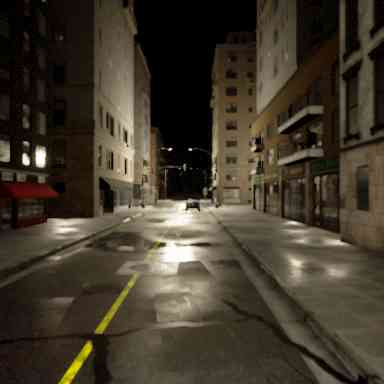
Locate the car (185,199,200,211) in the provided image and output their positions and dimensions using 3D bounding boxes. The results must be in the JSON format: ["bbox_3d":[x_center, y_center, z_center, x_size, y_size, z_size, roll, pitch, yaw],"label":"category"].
[{"bbox_3d":[0.075,1.555,41.462,2.033,1.411,5.357,0,0,-1],"label":"car"}]

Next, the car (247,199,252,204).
[{"bbox_3d":[12.149,1.443,59.583,4.507,1.381,1.887,-1,0,0],"label":"car"}]
